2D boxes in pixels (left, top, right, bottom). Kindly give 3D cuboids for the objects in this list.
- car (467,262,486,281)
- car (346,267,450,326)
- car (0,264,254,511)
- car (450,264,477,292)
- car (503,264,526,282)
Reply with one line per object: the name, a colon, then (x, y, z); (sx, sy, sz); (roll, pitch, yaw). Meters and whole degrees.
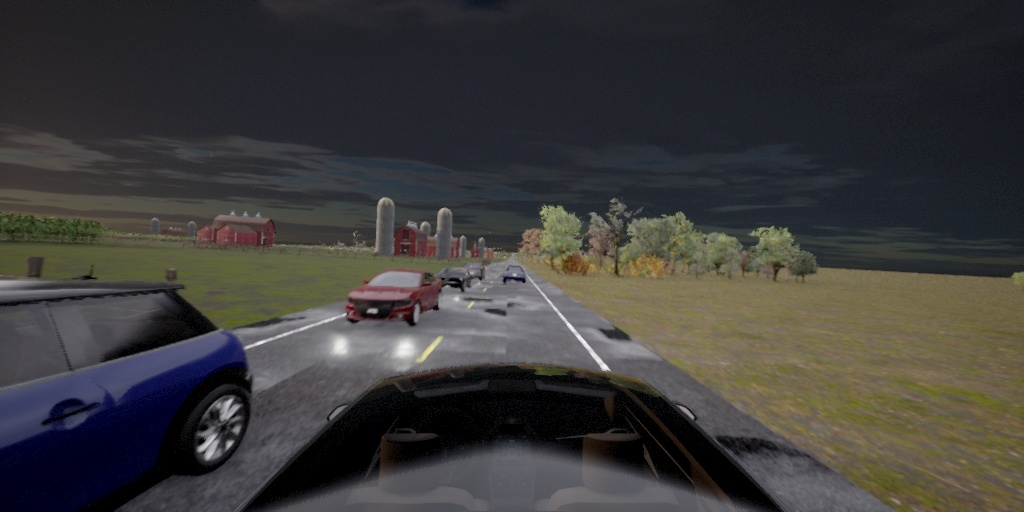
car: (-3.410, 1.333, 32.145); (2.128, 1.511, 4.902); (3, 0, 1)
car: (-3.529, 1.145, 11.617); (1.882, 1.535, 5.008); (3, 0, 0)
car: (-3.583, 0.934, 1.578); (2.097, 1.767, 4.553); (3, 0, 1)
car: (-3.499, 1.353, 21.761); (1.895, 1.301, 4.718); (3, 0, 1)
car: (0.231, 1.577, 32.327); (1.994, 1.385, 4.181); (3, 0, 0)
